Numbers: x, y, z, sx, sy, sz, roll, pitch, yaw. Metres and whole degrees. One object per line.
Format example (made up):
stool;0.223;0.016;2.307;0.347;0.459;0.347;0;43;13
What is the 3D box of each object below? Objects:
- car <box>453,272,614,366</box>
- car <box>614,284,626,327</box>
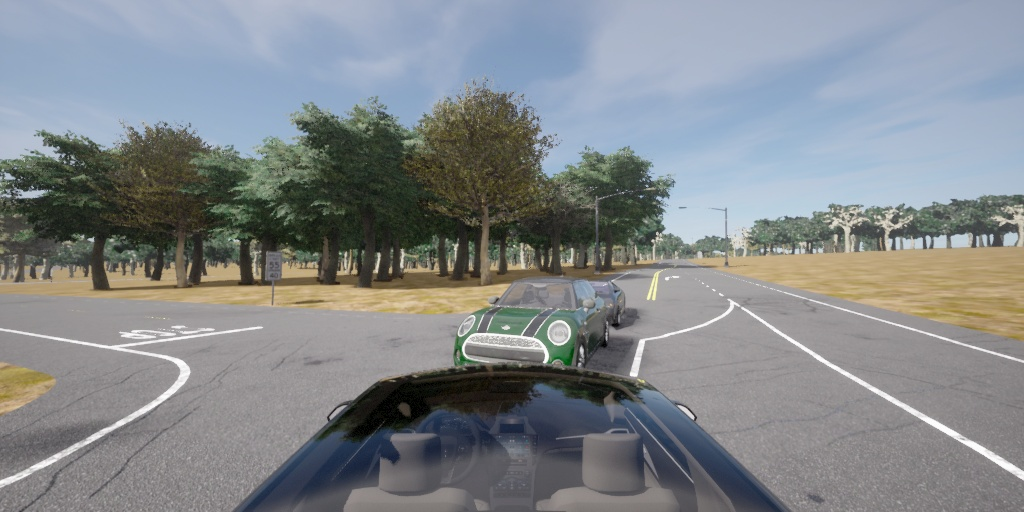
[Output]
car;0.690;1.222;7.402;2.097;1.767;4.553;-1;-2;22
car;2.920;1.554;12.833;1.994;1.385;4.181;-2;0;22
